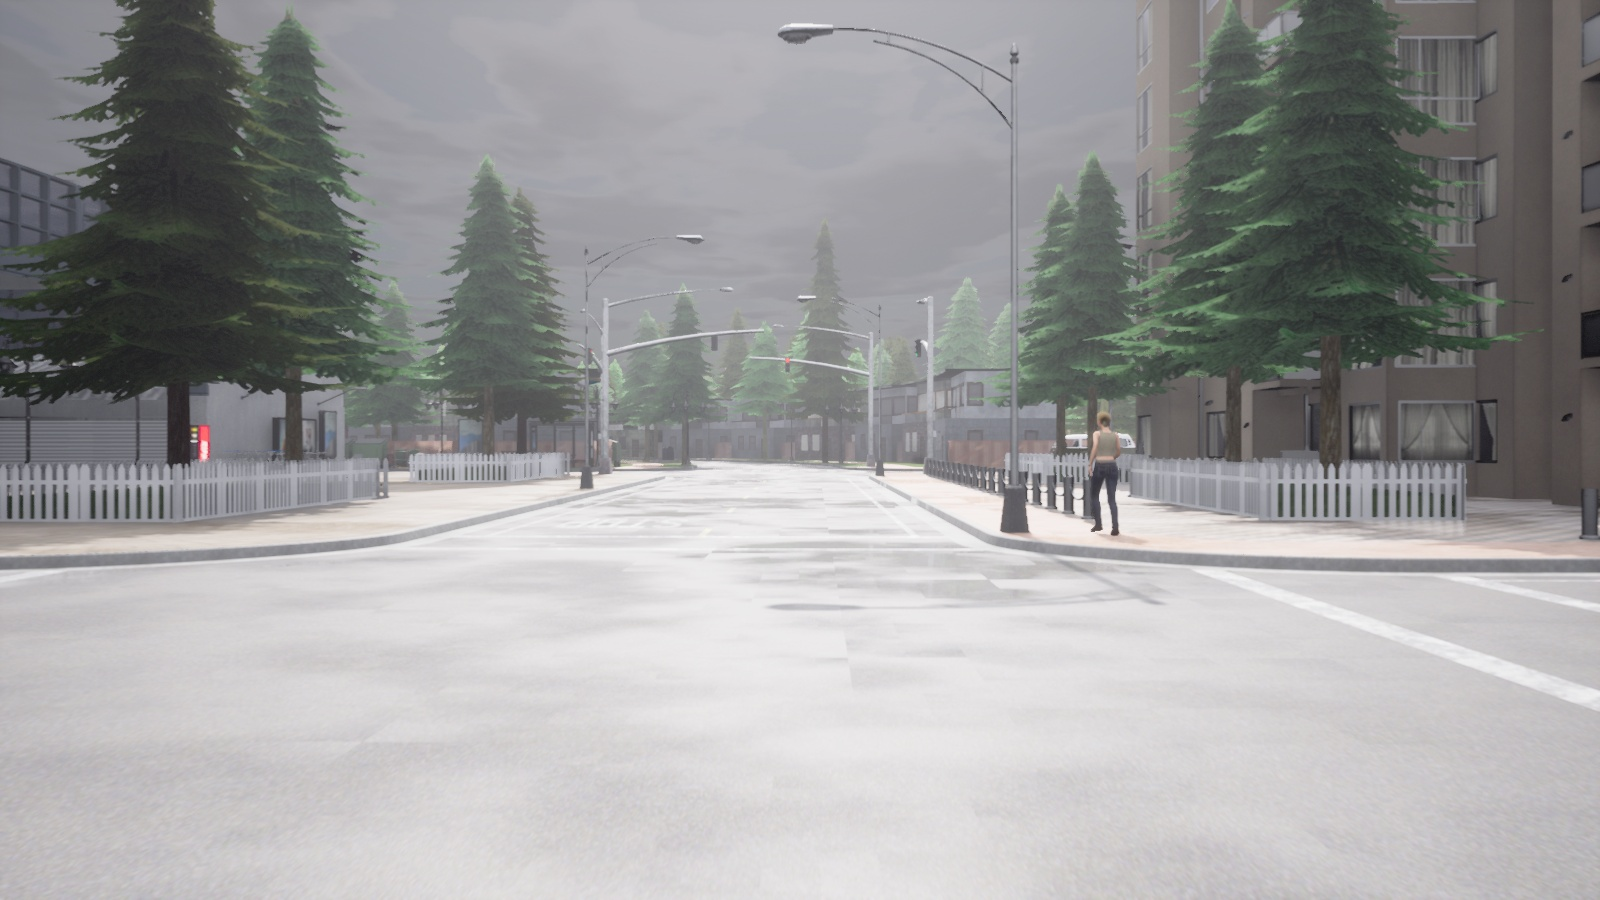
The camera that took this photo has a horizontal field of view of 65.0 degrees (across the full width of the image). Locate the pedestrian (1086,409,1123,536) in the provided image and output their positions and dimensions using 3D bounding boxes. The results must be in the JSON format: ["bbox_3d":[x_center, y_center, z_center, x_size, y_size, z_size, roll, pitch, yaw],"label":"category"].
[{"bbox_3d":[4.469,0.319,18.450,0.345,1.836,0.594,0,0,-7],"label":"pedestrian"}]

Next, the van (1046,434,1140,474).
[{"bbox_3d":[15.399,0.196,66.105,4.480,2.038,2.069,0,0,2],"label":"van"}]
